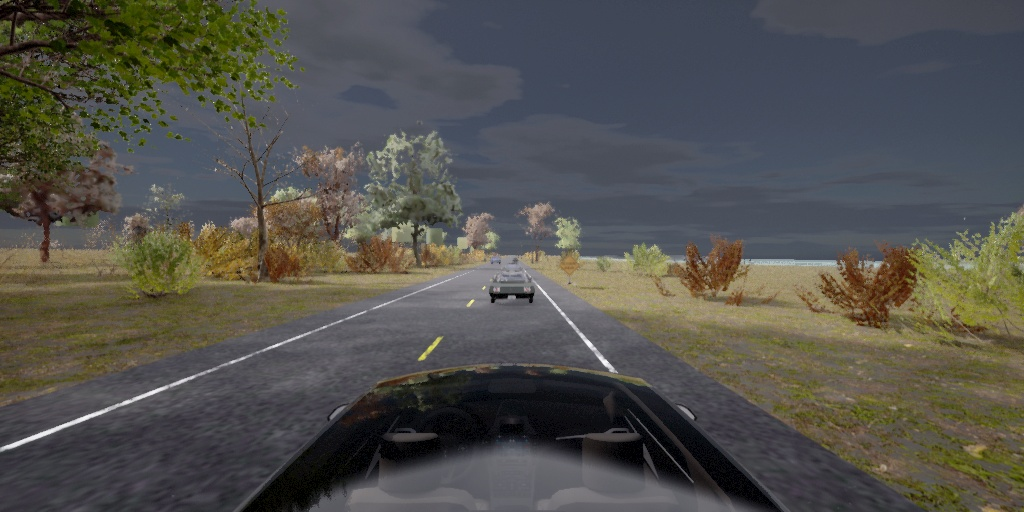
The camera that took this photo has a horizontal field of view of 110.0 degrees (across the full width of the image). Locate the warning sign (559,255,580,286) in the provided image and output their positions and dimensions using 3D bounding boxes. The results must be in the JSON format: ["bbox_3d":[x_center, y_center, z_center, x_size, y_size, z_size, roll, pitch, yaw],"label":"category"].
[{"bbox_3d":[3.550,0.864,22.121,1.300,1.860,1.060,0,0,0],"label":"warning sign"}]

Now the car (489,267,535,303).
[{"bbox_3d":[0.000,1.367,16.530,1.895,1.301,4.718,0,0,0],"label":"car"}]

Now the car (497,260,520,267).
[{"bbox_3d":[0.000,1.312,31.500,2.033,1.411,5.357,0,0,0],"label":"car"}]
